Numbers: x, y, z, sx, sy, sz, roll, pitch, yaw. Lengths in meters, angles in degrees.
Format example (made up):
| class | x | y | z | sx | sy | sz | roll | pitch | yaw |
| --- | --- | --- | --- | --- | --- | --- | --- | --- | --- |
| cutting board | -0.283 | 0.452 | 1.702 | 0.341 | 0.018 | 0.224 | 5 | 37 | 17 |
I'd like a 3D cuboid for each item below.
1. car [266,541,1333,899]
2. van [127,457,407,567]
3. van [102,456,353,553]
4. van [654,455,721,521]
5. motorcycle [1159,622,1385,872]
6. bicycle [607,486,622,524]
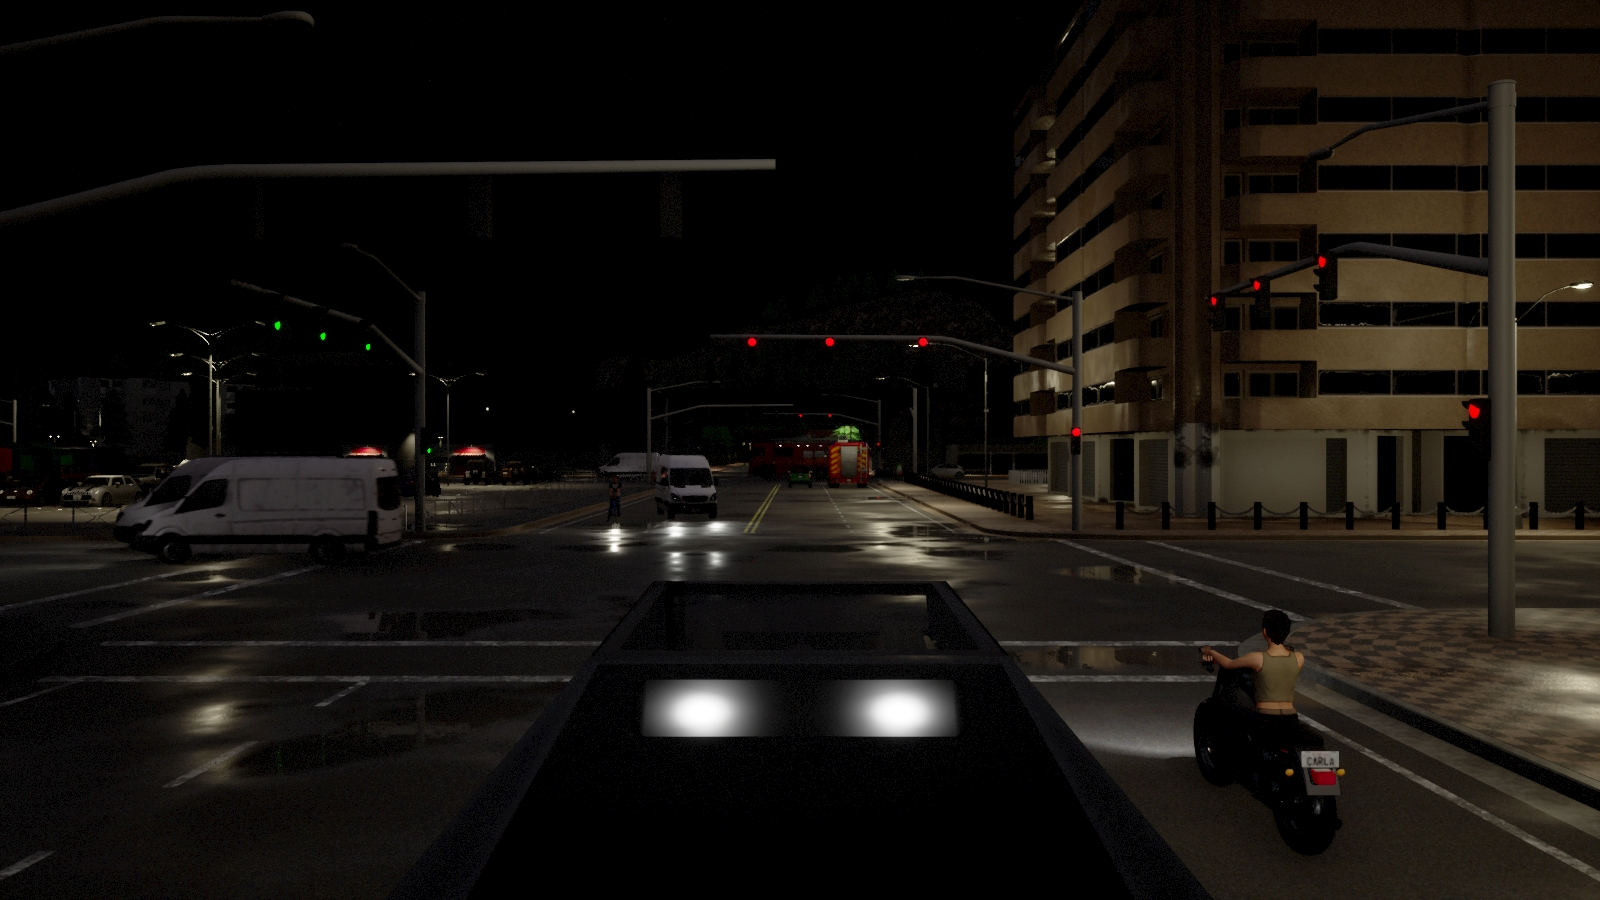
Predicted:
| class | x | y | z | sx | sy | sz | roll | pitch | yaw |
| --- | --- | --- | --- | --- | --- | --- | --- | --- | --- |
| car | 0.000 | 1.751 | 5.696 | 2.390 | 2.098 | 6.274 | 0 | 0 | 0 |
| van | -12.958 | 1.478 | 28.042 | 5.915 | 2.561 | 1.988 | 0 | 0 | 0 |
| van | -15.681 | 1.465 | 31.522 | 5.915 | 2.561 | 1.988 | 0 | 0 | 0 |
| van | -4.814 | 1.517 | 48.008 | 1.988 | 2.561 | 5.915 | 0 | 0 | -14 |
| motorcycle | 3.502 | 2.151 | 8.762 | 0.764 | 1.307 | 2.356 | 0 | 0 | 0 |
| bicycle | -7.113 | 2.096 | 43.847 | 0.373 | 1.385 | 1.643 | 0 | 0 | -1 |
